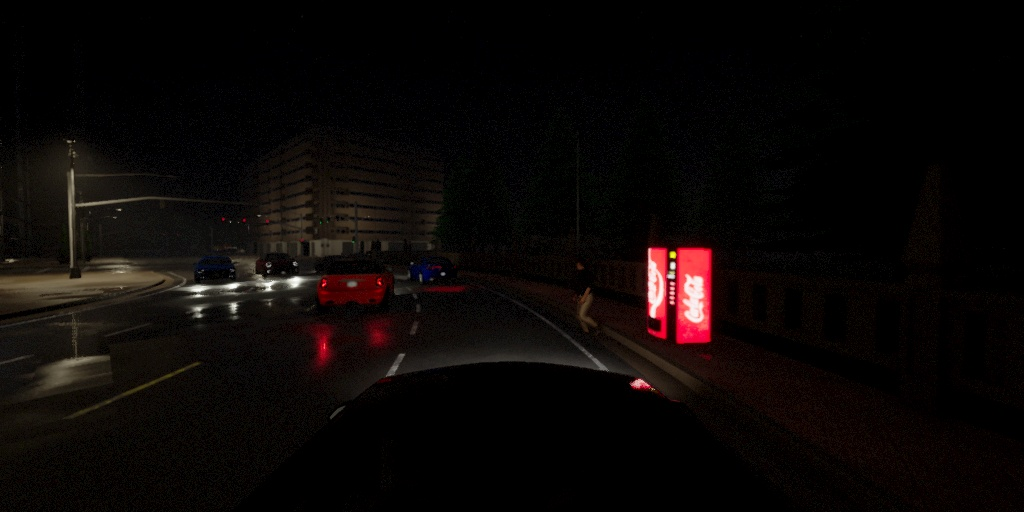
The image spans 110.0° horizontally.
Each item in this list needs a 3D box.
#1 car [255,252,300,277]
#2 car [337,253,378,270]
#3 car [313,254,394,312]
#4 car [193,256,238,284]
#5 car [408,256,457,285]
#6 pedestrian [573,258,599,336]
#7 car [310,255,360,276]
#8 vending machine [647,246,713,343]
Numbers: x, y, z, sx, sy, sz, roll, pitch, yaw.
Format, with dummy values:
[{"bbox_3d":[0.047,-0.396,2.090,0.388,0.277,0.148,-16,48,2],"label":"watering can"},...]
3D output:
[{"bbox_3d":[-17.010,0.534,25.940,2.097,1.767,4.553,-2,2,-43],"label":"car"},{"bbox_3d":[-14.686,0.493,34.011,4.674,1.442,1.812,1,2,42],"label":"car"},{"bbox_3d":[-5.469,0.831,13.003,2.097,1.767,4.553,-1,2,-16],"label":"car"},{"bbox_3d":[-18.243,0.764,22.073,1.882,1.535,5.008,-1,1,-41],"label":"car"},{"bbox_3d":[-4.748,0.748,20.968,1.882,1.535,5.008,-1,1,-28],"label":"car"},{"bbox_3d":[1.639,0.875,8.036,0.375,1.860,0.375,0,1,-9],"label":"pedestrian"},{"bbox_3d":[-13.933,0.665,28.097,2.033,1.411,5.357,-2,2,-43],"label":"car"},{"bbox_3d":[3.500,0.783,7.584,1.100,2.100,0.880,0,0,-8],"label":"vending machine"}]
